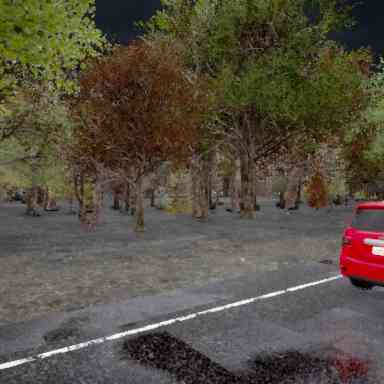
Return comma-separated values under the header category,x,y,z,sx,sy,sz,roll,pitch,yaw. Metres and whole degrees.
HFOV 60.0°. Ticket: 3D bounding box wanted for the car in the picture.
category,x,y,z,sx,sy,sz,roll,pitch,yaw
car,5.771,1.223,7.887,5.566,2.045,2.150,0,0,-36
